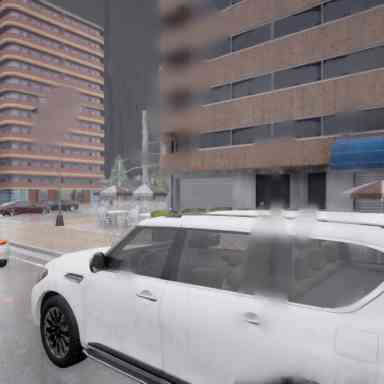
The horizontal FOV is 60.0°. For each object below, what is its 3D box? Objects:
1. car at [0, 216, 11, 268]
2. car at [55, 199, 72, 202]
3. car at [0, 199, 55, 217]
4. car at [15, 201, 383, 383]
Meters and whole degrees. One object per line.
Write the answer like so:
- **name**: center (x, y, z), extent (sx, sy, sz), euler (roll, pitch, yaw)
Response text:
- **car**: center (-7.195, 1.526, 10.141), extent (4.674, 1.442, 1.812), euler (0, 0, 40)
- **car**: center (-15.470, 1.560, 38.154), extent (1.837, 1.490, 4.892), euler (0, 0, 40)
- **car**: center (-16.032, 1.581, 31.741), extent (1.812, 1.442, 4.674), euler (0, 0, 41)
- **car**: center (0.288, 1.221, 3.983), extent (5.566, 2.045, 2.150), euler (0, 0, 39)
